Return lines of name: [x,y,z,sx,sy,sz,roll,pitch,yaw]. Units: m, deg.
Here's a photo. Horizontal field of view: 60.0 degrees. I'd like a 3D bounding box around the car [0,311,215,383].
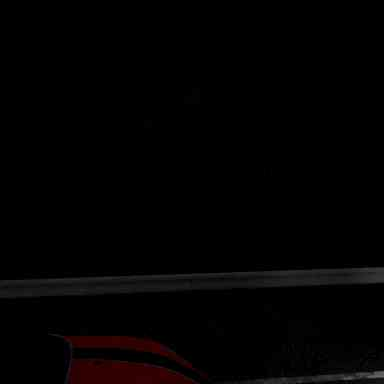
car: [-1.856,1.352,1.660,4.553,1.767,2.097,0,0,-6]
